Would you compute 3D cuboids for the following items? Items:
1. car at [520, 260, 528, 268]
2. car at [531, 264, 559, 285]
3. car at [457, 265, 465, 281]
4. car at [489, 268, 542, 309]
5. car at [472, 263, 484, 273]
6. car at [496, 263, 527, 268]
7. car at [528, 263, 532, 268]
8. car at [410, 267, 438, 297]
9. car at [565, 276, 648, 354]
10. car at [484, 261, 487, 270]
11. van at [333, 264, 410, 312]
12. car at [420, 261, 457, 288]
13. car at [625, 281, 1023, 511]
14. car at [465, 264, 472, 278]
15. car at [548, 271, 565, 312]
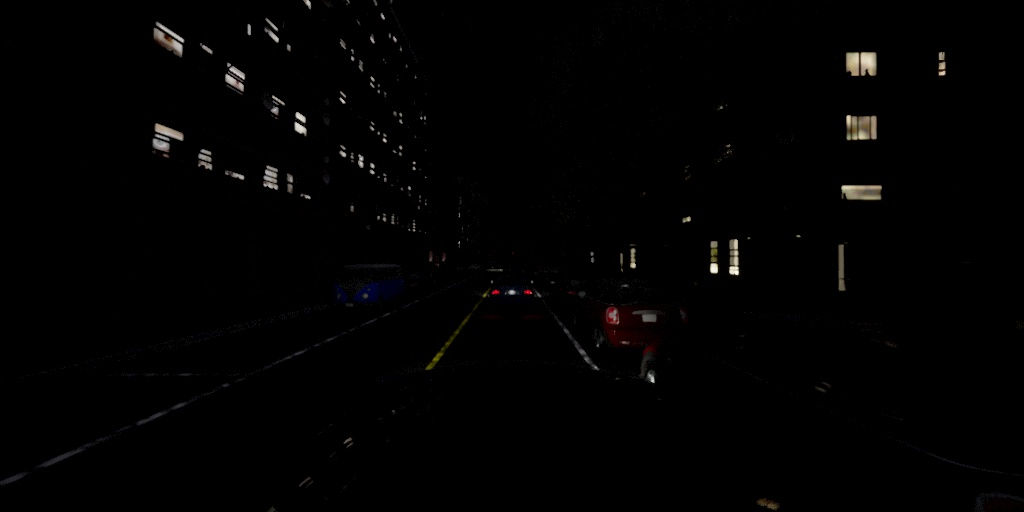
[{"bbox_3d":[2.678,1.895,60.215,2.007,1.370,4.403,0,0,0],"label":"car"},{"bbox_3d":[2.686,1.534,26.037,2.007,1.370,4.403,0,0,0],"label":"car"},{"bbox_3d":[-5.697,1.608,31.733,1.948,1.339,4.313,0,0,0],"label":"car"},{"bbox_3d":[-0.003,1.431,15.842,2.033,1.411,5.357,0,-1,0],"label":"car"},{"bbox_3d":[-5.702,1.809,54.349,1.751,1.417,4.829,0,0,0],"label":"car"},{"bbox_3d":[-0.005,1.580,30.841,2.033,1.411,5.357,0,-1,0],"label":"car"},{"bbox_3d":[2.684,1.482,31.733,1.967,1.591,4.097,0,0,0],"label":"car"},{"bbox_3d":[-5.694,1.509,20.340,1.802,1.307,4.207,0,0,0],"label":"car"},{"bbox_3d":[2.689,1.257,8.947,1.967,1.591,4.097,0,0,0],"label":"car"},{"bbox_3d":[-5.703,1.890,60.216,1.888,1.381,4.507,0,0,0],"label":"car"},{"bbox_3d":[-5.693,1.212,14.644,1.690,1.789,3.998,0,0,0],"label":"van"},{"bbox_3d":[-5.695,1.299,26.036,2.192,1.841,5.009,0,0,0],"label":"car"},{"bbox_3d":[2.691,1.204,3.251,1.967,1.591,4.097,0,0,0],"label":"car"},{"bbox_3d":[-5.698,1.652,37.429,2.007,1.370,4.403,0,0,0],"label":"car"},{"bbox_3d":[2.688,1.454,14.644,1.802,1.307,4.207,0,0,0],"label":"car"}]
